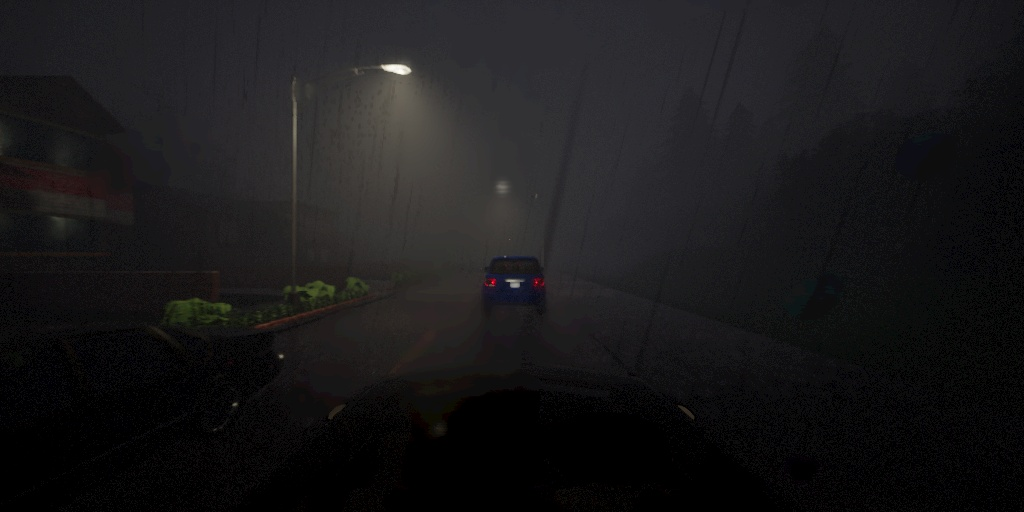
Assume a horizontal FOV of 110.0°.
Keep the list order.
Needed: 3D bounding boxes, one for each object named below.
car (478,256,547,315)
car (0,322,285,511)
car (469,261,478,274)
[{"bbox_3d":[0.094,1.005,13.899,2.150,2.045,5.566,0,0,0],"label":"car"},{"bbox_3d":[-4.101,1.300,2.641,2.033,1.411,5.357,0,0,0],"label":"car"},{"bbox_3d":[-4.099,1.338,43.580,1.882,1.535,5.008,0,0,0],"label":"car"}]
